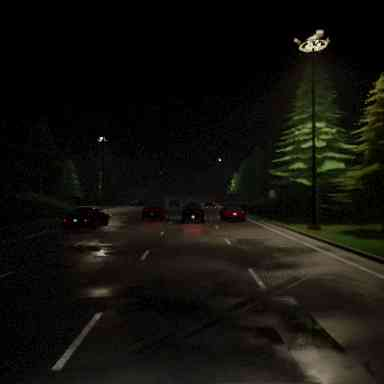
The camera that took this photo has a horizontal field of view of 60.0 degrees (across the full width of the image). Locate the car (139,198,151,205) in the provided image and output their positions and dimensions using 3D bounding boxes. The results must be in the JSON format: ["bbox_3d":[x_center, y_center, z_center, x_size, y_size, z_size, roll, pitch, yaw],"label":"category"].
[{"bbox_3d":[-10.540,2.138,74.865,2.033,1.411,5.357,0,-1,0],"label":"car"}]

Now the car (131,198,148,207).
[{"bbox_3d":[-10.535,1.951,65.252,2.097,1.767,4.553,0,-1,0],"label":"car"}]

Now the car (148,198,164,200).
[{"bbox_3d":[-7.035,2.125,65.282,1.812,1.442,4.674,0,-1,0],"label":"car"}]

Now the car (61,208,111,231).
[{"bbox_3d":[-6.913,1.752,22.169,2.033,1.411,5.357,0,-1,0],"label":"car"}]

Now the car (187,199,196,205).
[{"bbox_3d":[-0.040,2.195,74.900,1.895,1.301,4.718,0,-1,0],"label":"car"}]

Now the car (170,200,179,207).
[{"bbox_3d":[-3.535,2.163,65.251,1.994,1.385,4.181,0,-1,0],"label":"car"}]

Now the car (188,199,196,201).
[{"bbox_3d":[-0.035,2.198,64.899,1.895,1.301,4.718,0,-1,0],"label":"car"}]

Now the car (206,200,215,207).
[{"bbox_3d":[3.465,2.198,64.901,1.895,1.301,4.718,0,-1,0],"label":"car"}]

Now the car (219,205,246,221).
[{"bbox_3d":[3.583,1.840,29.855,1.994,1.385,4.181,0,-1,0],"label":"car"}]

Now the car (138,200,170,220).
[{"bbox_3d":[-3.417,1.762,30.850,1.882,1.535,5.008,0,-1,0],"label":"car"}]

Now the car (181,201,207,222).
[{"bbox_3d":[0.084,1.774,29.087,1.837,1.490,4.892,0,-1,0],"label":"car"}]
